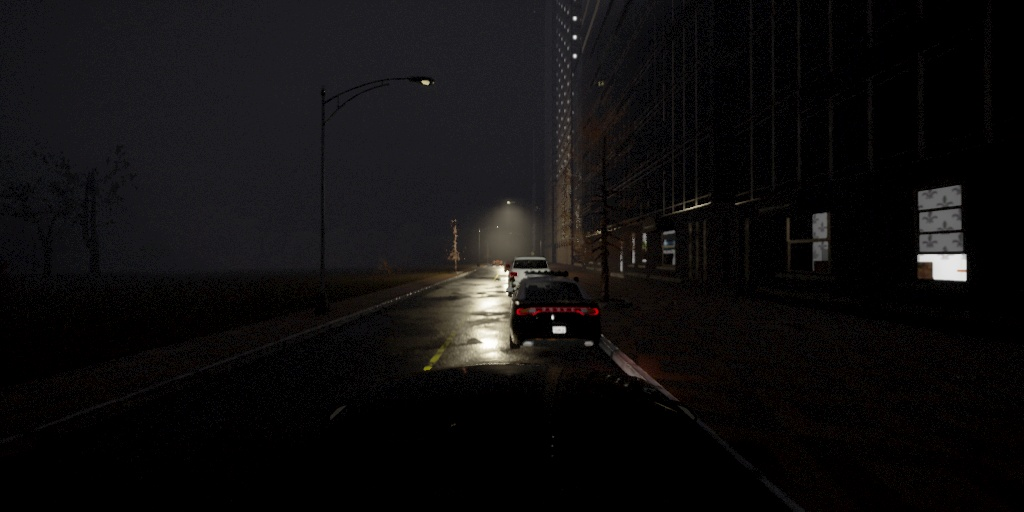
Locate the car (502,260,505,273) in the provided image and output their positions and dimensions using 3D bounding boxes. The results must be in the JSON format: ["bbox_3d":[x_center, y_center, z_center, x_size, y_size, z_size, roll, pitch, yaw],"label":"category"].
[{"bbox_3d":[-0.037,1.358,47.459,1.882,1.535,5.008,0,0,0],"label":"car"}]

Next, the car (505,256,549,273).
[{"bbox_3d":[0.876,1.026,19.264,2.150,2.045,5.566,0,0,0],"label":"car"}]

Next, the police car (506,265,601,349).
[{"bbox_3d":[0.889,1.197,9.342,1.930,1.638,5.238,0,0,0],"label":"police car"}]
